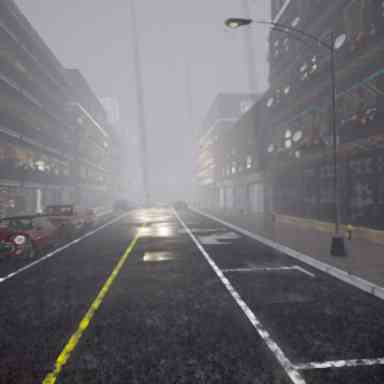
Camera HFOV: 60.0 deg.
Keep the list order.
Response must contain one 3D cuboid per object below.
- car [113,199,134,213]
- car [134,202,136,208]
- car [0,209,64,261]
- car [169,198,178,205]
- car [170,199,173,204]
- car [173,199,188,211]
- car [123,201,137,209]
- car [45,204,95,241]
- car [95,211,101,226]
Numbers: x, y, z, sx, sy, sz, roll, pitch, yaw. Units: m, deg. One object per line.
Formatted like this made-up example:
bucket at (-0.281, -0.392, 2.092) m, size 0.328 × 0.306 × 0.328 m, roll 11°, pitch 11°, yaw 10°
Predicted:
car at (-9.783, 1.885, 46.735) m, size 2.192 × 1.841 × 5.009 m, roll -1°, pitch 0°, yaw -5°
car at (-10.284, 2.065, 52.347) m, size 1.967 × 1.590 × 4.097 m, roll -1°, pitch 0°, yaw -5°
car at (-6.768, 1.676, 13.052) m, size 1.967 × 1.590 × 4.097 m, roll -1°, pitch -1°, yaw -5°
car at (-4.448, 2.301, 81.158) m, size 2.008 × 1.369 × 4.403 m, roll -1°, pitch 0°, yaw -5°
car at (-2.439, 2.076, 58.705) m, size 1.887 × 1.381 × 4.507 m, roll -1°, pitch 0°, yaw -5°
car at (-1.450, 1.948, 47.647) m, size 1.752 × 1.417 × 4.829 m, roll -1°, pitch 0°, yaw -5°
car at (-10.785, 2.225, 57.961) m, size 1.887 × 1.381 × 4.507 m, roll -1°, pitch 0°, yaw -5°
car at (-7.272, 1.607, 18.667) m, size 2.192 × 1.841 × 5.009 m, roll -1°, pitch 0°, yaw -5°
car at (-7.771, 1.930, 24.279) m, size 1.802 × 1.307 × 4.206 m, roll -1°, pitch 0°, yaw -5°
